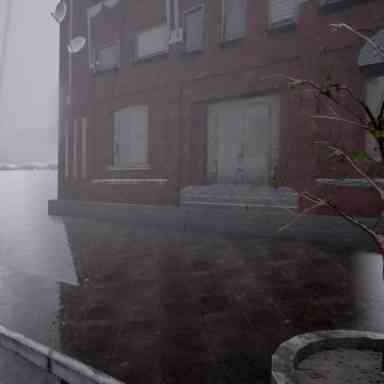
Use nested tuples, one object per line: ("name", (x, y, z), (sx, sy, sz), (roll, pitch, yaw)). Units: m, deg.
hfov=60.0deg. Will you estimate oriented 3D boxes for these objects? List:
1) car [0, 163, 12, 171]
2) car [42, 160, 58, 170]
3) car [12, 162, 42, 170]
("car", (-26.622, -3.432, 48.317), (4.674, 1.452, 2.002), (1, 1, 28))
("car", (-16.708, -3.373, 43.419), (4.553, 1.767, 2.185), (1, 1, 26))
("car", (-21.789, -3.370, 45.860), (4.892, 1.521, 2.231), (1, 1, 27))
